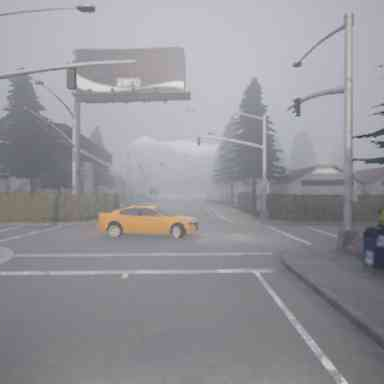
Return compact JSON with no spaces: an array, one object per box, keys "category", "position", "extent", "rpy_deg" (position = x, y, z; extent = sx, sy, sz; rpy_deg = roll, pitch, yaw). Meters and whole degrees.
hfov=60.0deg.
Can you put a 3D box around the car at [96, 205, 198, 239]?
[{"category":"car","position":[-2.187,1.419,16.593],"extent":[5.008,1.535,1.882],"rpy_deg":[1,-1,4]}]
